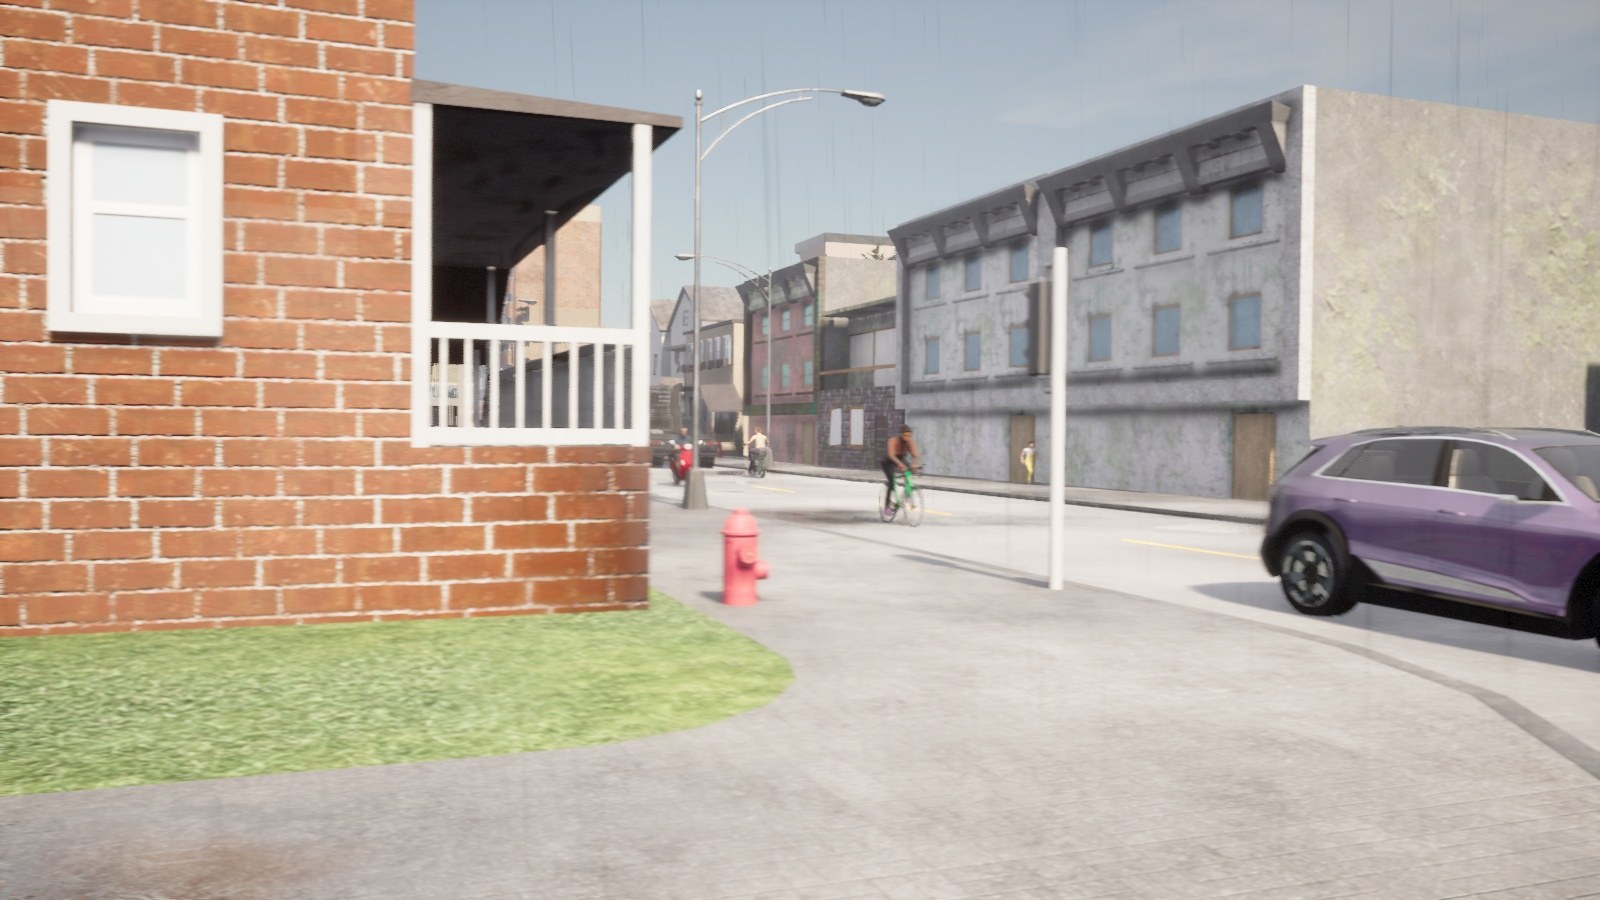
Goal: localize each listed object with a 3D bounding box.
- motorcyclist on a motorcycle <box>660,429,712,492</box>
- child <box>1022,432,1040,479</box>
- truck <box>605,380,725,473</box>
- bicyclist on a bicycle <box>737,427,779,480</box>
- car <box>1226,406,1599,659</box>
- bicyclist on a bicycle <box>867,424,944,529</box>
[{"bbox_3d":[-2.991,0.247,32.736,0.866,1.590,1.817,-1,1,-21],"label":"motorcyclist on a motorcycle"},{"bbox_3d":[6.266,0.157,34.083,0.270,1.263,0.437,-1,1,-20],"label":"child"},{"bbox_3d":[-5.648,-0.958,50.984,2.891,3.462,7.936,-1,1,-21],"label":"truck"},{"bbox_3d":[-1.333,0.098,39.643,0.866,1.612,1.509,-1,1,-21],"label":"bicyclist on a bicycle"},{"bbox_3d":[5.745,0.504,9.677,2.033,1.649,4.856,-1,1,-21],"label":"car"},{"bbox_3d":[1.695,0.397,20.375,0.582,1.620,1.656,-1,1,-21],"label":"bicyclist on a bicycle"}]
